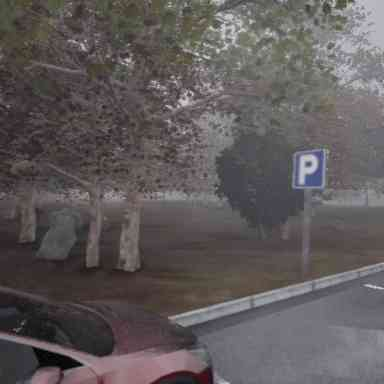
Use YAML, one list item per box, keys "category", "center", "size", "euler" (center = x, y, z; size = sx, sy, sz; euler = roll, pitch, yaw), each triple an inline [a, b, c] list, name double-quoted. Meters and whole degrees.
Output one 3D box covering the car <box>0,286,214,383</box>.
- category: "car"
  center: [-2.034, 1.509, 2.599]
  size: [4.792, 1.488, 2.163]
  euler: [0, 0, -33]
